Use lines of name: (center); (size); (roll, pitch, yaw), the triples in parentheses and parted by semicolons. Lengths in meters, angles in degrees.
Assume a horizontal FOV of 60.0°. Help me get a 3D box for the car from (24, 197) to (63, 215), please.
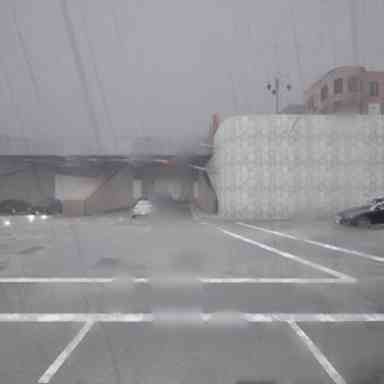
car: (-14.881, 1.537, 34.484); (2.033, 1.411, 5.357); (0, 0, -2)

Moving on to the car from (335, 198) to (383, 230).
car: (10.389, 1.102, 18.229); (4.902, 1.511, 2.128); (-6, 0, -1)

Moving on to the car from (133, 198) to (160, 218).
car: (-4.160, 1.516, 30.010); (1.812, 1.442, 4.674); (0, 0, -2)

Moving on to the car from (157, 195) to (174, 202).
car: (-5.976, 1.477, 75.461); (1.837, 1.490, 4.892); (0, 0, 24)

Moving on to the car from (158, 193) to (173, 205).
car: (-4.851, 1.196, 60.044); (2.150, 2.045, 5.566); (0, -1, -1)

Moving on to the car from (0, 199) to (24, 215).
car: (-18.369, 1.467, 34.074); (1.882, 1.535, 5.008); (0, 0, -1)

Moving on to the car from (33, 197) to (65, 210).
car: (-18.624, 1.478, 43.500); (2.128, 1.511, 4.902); (0, 0, -1)
